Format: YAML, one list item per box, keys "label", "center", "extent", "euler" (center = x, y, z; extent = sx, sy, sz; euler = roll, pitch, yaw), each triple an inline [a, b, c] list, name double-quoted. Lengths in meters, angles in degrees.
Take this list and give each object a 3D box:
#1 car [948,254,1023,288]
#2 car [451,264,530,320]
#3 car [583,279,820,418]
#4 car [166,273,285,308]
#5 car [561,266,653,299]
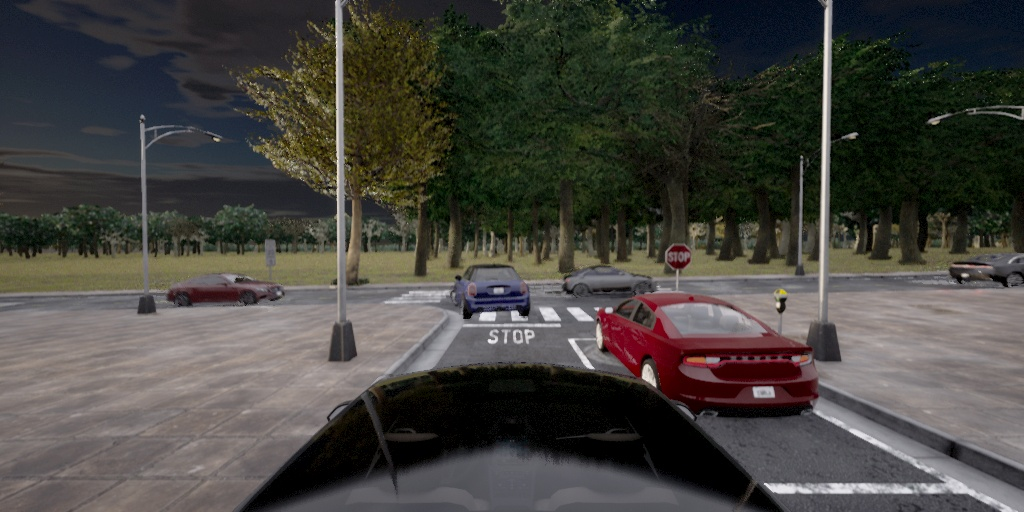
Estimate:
- label: "car"
  center: [23.140, 0.629, 16.402]
  extent: [4.902, 1.511, 2.128]
  euler: [-1, 1, 0]
- label: "car"
  center: [-0.900, 1.060, 12.754]
  extent: [2.097, 1.767, 4.553]
  euler: [-1, 0, -14]
- label: "car"
  center: [2.636, 1.275, 5.972]
  extent: [1.888, 1.381, 4.507]
  euler: [0, 0, 0]
- label: "car"
  center: [-13.005, 1.507, 16.403]
  extent: [4.674, 1.442, 1.812]
  euler: [-1, 1, 0]
- label: "car"
  center: [4.365, 1.135, 16.407]
  extent: [4.181, 1.385, 1.994]
  euler: [-1, 1, 0]
